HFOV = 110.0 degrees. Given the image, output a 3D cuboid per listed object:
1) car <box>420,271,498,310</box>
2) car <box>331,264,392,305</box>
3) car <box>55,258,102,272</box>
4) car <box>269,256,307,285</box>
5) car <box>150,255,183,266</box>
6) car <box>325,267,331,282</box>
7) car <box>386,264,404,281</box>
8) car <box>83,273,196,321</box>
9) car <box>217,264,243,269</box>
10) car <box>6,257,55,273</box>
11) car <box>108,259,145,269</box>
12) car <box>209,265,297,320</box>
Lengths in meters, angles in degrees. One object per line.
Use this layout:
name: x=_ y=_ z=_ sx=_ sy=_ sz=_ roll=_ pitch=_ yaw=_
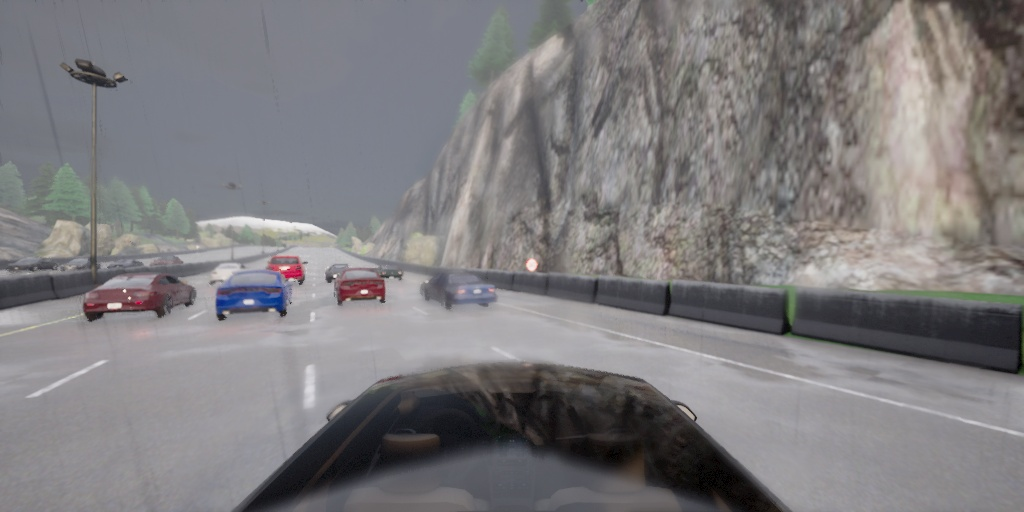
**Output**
car: x=-2.438 y=1.346 z=15.296 sx=2.033 sy=1.411 sz=5.357 roll=0 pitch=0 yaw=-28
car: x=-7.095 y=1.273 z=16.568 sx=1.882 sy=1.535 sz=5.008 roll=0 pitch=0 yaw=-28
car: x=-48.068 y=0.971 z=40.154 sx=1.812 sy=1.442 sz=4.674 roll=0 pitch=1 yaw=-28
car: x=-16.303 y=0.975 z=26.054 sx=2.150 sy=2.045 sz=5.566 roll=0 pitch=1 yaw=-28
car: x=-42.081 y=0.796 z=43.767 sx=2.097 sy=1.767 sz=4.553 roll=0 pitch=1 yaw=-28
car: x=-13.827 y=1.312 z=28.846 sx=1.994 sy=1.385 sz=4.181 roll=0 pitch=1 yaw=-28
car: x=-10.364 y=1.354 z=29.790 sx=1.895 sy=1.301 sz=4.718 roll=0 pitch=0 yaw=-28
car: x=-13.002 y=1.317 z=12.773 sx=1.812 sy=1.442 sz=4.674 roll=0 pitch=0 yaw=-28
car: x=-20.185 y=1.265 z=25.884 sx=1.812 sy=1.442 sz=4.674 roll=0 pitch=1 yaw=-28
car: x=-51.007 y=0.925 z=38.240 sx=1.882 sy=1.535 sz=5.008 roll=0 pitch=1 yaw=-28
car: x=-45.136 y=1.006 z=42.069 sx=1.994 sy=1.385 sz=4.181 roll=0 pitch=1 yaw=-28
car: x=-9.241 y=1.273 z=13.172 sx=1.882 sy=1.535 sz=5.008 roll=0 pitch=0 yaw=-29
